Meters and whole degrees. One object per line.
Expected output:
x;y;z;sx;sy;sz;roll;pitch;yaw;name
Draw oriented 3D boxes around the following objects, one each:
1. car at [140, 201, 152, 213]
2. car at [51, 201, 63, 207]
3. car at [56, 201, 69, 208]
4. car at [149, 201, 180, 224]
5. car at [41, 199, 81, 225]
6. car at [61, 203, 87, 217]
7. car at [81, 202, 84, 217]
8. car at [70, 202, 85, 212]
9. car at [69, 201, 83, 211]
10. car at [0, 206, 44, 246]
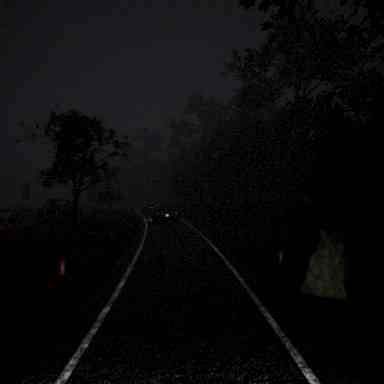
-5.232;1.857;41.290;1.994;1.385;4.181;-1;-1;-14;car
-34.596;3.143;85.048;2.002;1.452;4.674;1;-2;-35;car
-31.187;2.953;79.940;2.097;1.535;5.008;-2;-1;-29;car
-2.083;1.673;25.960;1.994;1.385;4.181;0;0;-8;car
-11.217;1.601;27.873;2.435;2.045;5.566;2;-2;-11;car
-13.678;2.055;38.809;2.231;1.521;4.892;2;-2;-14;car
-12.359;1.953;33.376;2.231;1.521;4.892;2;-2;-13;car
-18.618;2.357;54.067;2.097;1.535;5.008;-1;-1;-21;car
-20.965;2.491;59.941;2.231;1.521;4.892;0;-1;-22;car
-9.573;1.674;16.651;1.946;1.575;5.366;2;-1;-5;car
